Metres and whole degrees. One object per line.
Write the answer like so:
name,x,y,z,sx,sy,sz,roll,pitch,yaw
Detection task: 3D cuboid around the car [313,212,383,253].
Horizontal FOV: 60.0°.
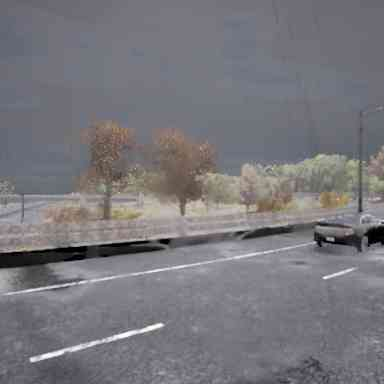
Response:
car,7.110,1.649,14.573,4.902,1.511,2.128,1,0,-44
